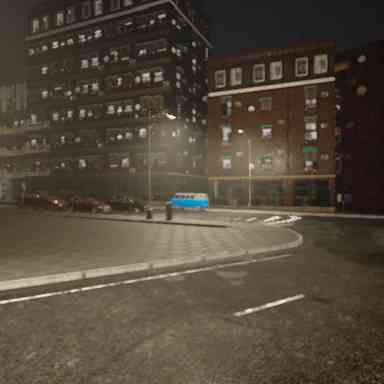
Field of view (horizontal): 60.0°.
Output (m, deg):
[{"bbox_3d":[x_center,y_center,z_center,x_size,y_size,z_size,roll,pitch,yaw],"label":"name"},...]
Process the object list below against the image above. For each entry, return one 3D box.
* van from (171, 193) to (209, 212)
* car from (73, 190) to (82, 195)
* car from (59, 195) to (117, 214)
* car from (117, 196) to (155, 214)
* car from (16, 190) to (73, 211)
[{"bbox_3d":[-0.231,1.027,33.786,3.998,1.788,1.690,1,-1,24],"label":"van"},{"bbox_3d":[-15.636,0.685,40.720,5.009,1.841,2.192,1,-1,24],"label":"car"},{"bbox_3d":[-8.904,1.176,28.495,4.206,1.307,1.802,1,-1,24],"label":"car"},{"bbox_3d":[-5.653,1.139,29.858,4.892,1.490,1.837,1,1,24],"label":"car"},{"bbox_3d":[-14.033,0.804,30.809,5.009,1.841,2.192,1,-1,24],"label":"car"}]
